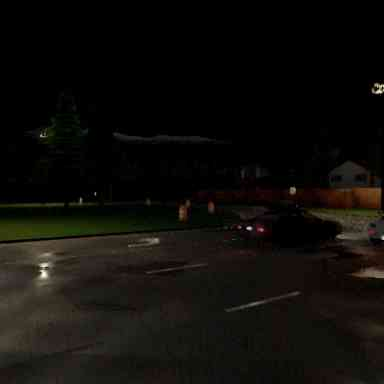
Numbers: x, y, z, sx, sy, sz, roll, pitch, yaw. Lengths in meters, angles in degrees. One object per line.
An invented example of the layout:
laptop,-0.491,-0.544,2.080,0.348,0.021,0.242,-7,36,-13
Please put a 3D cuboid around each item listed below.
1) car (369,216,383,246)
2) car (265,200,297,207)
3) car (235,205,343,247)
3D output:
car,9.205,1.489,13.827,4.674,1.442,1.812,0,0,-33
car,9.858,1.531,36.807,1.895,1.301,4.718,0,0,-12
car,4.411,1.519,14.867,5.357,1.411,2.033,0,0,-33
